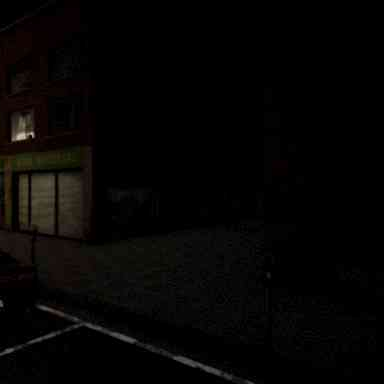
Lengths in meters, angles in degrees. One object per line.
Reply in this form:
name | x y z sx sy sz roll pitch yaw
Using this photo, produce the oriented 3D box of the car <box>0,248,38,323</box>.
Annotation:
car | -4.668 1.499 6.133 4.507 1.381 1.887 0 0 35
